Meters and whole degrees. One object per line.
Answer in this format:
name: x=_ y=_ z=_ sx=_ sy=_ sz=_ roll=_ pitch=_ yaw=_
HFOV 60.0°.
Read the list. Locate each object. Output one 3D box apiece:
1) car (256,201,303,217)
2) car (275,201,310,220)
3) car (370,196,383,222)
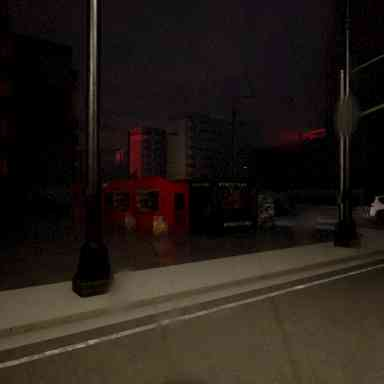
car: x=9.131 y=1.712 z=34.949 sx=1.812 sy=1.442 sz=4.674 roll=0 pitch=-1 yaw=-36
car: x=8.237 y=1.623 z=30.202 sx=1.882 sy=1.535 sz=5.008 roll=0 pitch=-1 yaw=-36
car: x=16.405 y=1.281 z=24.883 sx=2.150 sy=2.045 sz=5.566 roll=0 pitch=-1 yaw=-36
